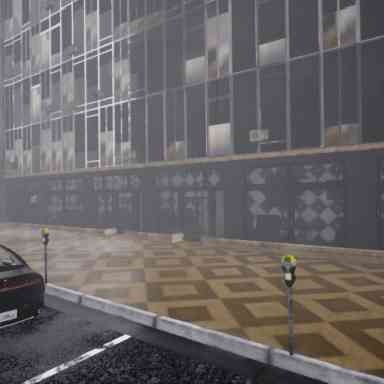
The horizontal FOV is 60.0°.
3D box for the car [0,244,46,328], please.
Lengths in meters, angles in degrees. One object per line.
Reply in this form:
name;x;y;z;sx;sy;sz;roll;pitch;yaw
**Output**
car;-4.424;1.553;6.062;4.403;1.369;2.008;0;-1;36
